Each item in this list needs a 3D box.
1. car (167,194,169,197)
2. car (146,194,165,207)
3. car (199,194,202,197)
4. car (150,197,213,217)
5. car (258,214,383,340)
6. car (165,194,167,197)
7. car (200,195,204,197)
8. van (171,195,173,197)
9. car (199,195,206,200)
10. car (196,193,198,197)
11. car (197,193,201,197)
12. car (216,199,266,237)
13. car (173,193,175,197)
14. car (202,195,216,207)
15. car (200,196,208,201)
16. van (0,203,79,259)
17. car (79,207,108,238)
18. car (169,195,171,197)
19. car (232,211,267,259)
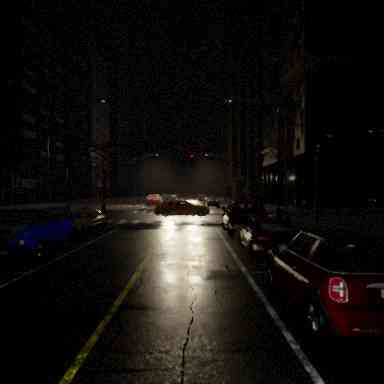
[{"bbox_3d":[-5.787,1.519,61.794,1.947,1.339,4.313,0,0,0],"label":"car"},{"bbox_3d":[-5.783,1.274,50.511,2.192,1.841,5.009,0,0,0],"label":"car"},{"bbox_3d":[2.739,1.497,61.805,1.887,1.381,4.507,0,0,0],"label":"car"},{"bbox_3d":[-0.897,1.476,29.907,5.008,1.535,1.882,0,0,0],"label":"car"},{"bbox_3d":[2.758,1.434,6.555,1.967,1.590,4.097,0,0,0],"label":"car"},{"bbox_3d":[-5.785,1.396,56.153,1.967,1.590,4.097,0,0,0],"label":"car"},{"bbox_3d":[2.741,1.507,56.165,2.008,1.369,4.403,0,0,0],"label":"car"},{"bbox_3d":[-5.791,1.289,73.074,1.690,1.788,3.998,0,0,0],"label":"van"},{"bbox_3d":[2.728,1.470,90.178,1.752,1.417,4.829,0,0,0],"label":"car"},{"bbox_3d":[2.730,1.385,84.367,1.967,1.590,4.097,0,0,0],"label":"car"},{"bbox_3d":[2.734,1.388,73.086,1.967,1.590,4.097,0,0,0],"label":"car"},{"bbox_3d":[2.754,1.298,17.910,2.192,1.841,5.009,0,0,0],"label":"car"},{"bbox_3d":[-5.793,1.386,78.715,1.967,1.590,4.097,0,0,0],"label":"car"},{"bbox_3d":[2.744,1.513,44.883,2.008,1.369,4.403,0,0,0],"label":"car"},{"bbox_3d":[2.733,1.528,78.726,1.802,1.307,4.206,0,0,0],"label":"car"},{"bbox_3d":[-5.769,1.330,12.219,1.690,1.788,3.998,0,0,0],"label":"van"},{"bbox_3d":[-5.771,1.509,17.727,1.752,1.417,4.829,0,0,0],"label":"car"},{"bbox_3d":[-5.788,1.532,67.433,1.802,1.307,4.206,0,0,0],"label":"car"},{"bbox_3d":[2.756,1.570,12.232,1.802,1.307,4.206,0,0,0],"label":"car"}]
